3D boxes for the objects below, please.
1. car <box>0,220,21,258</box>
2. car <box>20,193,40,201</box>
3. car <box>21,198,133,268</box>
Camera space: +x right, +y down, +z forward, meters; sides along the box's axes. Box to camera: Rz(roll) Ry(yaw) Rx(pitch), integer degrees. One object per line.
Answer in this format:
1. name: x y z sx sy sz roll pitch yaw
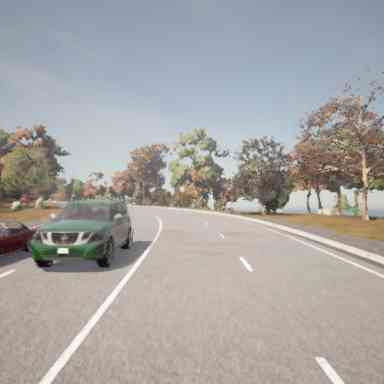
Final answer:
1. car: -7.074 1.680 11.484 1.895 1.301 4.718 0 0 0
2. car: -39.643 1.184 80.736 5.566 2.045 2.150 2 -3 15
3. car: -3.570 1.306 11.978 2.150 2.045 5.566 0 -1 0
